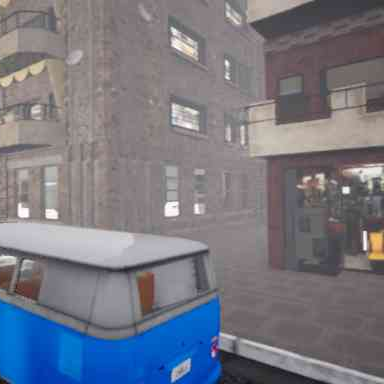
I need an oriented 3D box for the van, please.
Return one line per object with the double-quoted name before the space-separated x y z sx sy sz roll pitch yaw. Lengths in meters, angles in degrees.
"van" -1.599 1.339 4.036 3.998 1.788 1.690 0 -1 36
